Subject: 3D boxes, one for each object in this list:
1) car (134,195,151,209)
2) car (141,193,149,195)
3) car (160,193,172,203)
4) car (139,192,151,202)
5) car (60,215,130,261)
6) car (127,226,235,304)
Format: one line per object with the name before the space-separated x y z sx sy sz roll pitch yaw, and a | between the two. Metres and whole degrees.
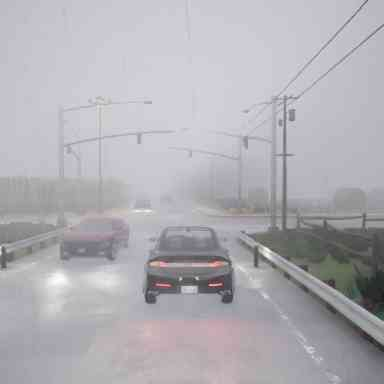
car | -6.324 1.468 42.897 1.994 1.385 4.181 0 1 -7
car | -7.389 1.276 51.495 1.812 1.442 4.674 0 1 -7
car | -4.645 0.965 59.170 2.097 1.767 4.553 0 1 -7
car | -8.641 0.923 61.534 2.097 1.767 4.553 0 1 -7
car | -3.776 1.766 13.709 1.882 1.535 5.008 0 -1 -1
car | -0.091 1.612 8.420 2.128 1.511 4.902 0 -2 -1
